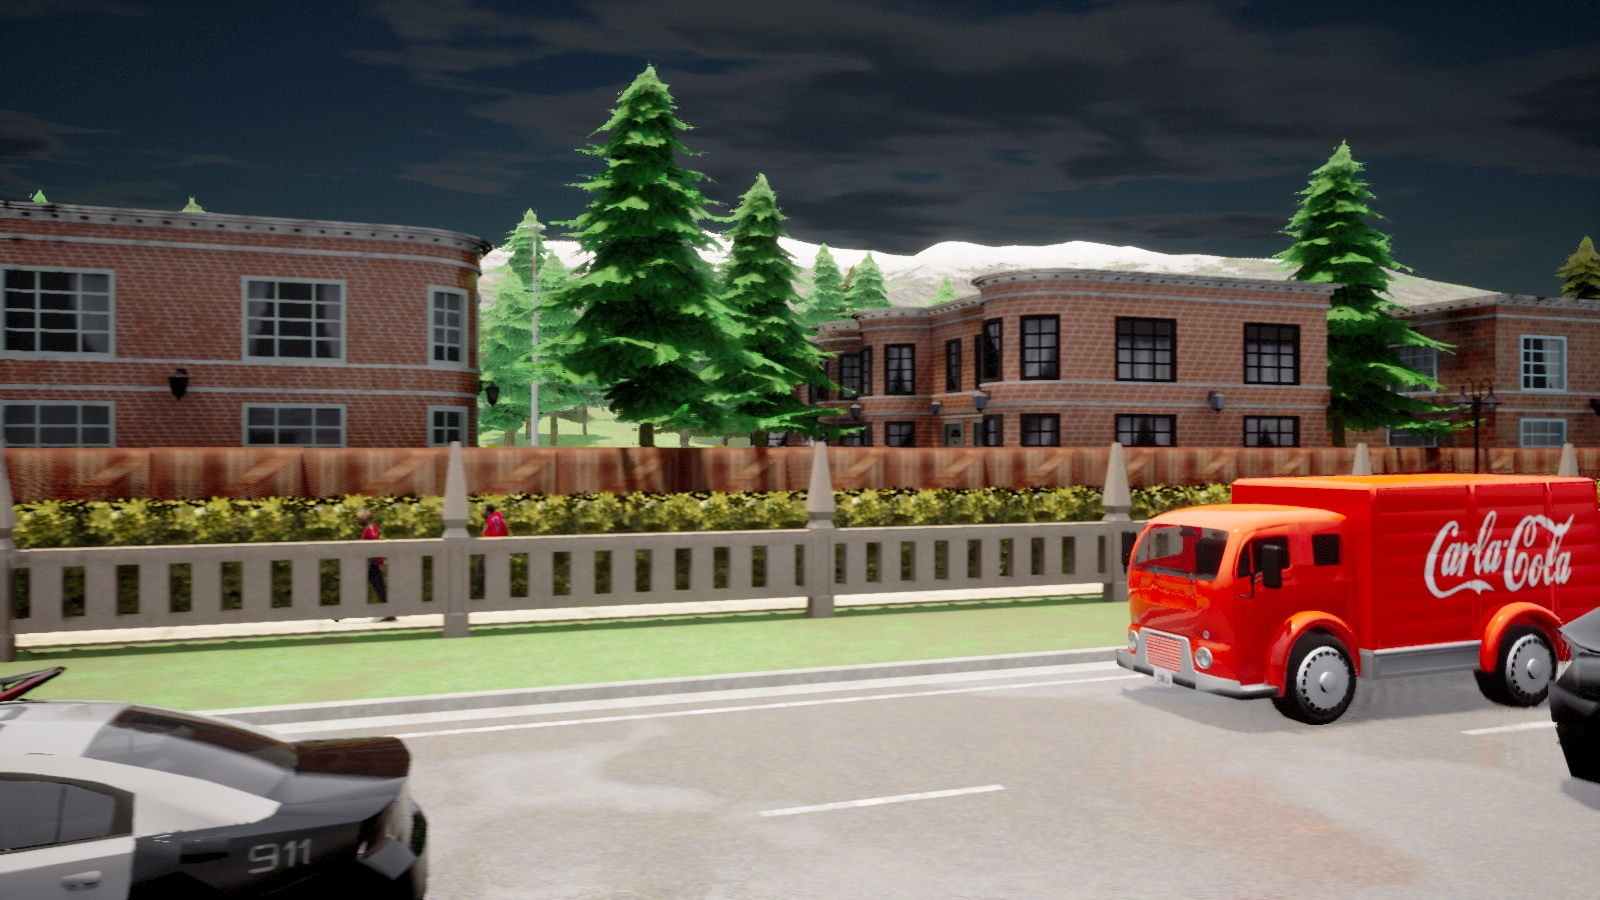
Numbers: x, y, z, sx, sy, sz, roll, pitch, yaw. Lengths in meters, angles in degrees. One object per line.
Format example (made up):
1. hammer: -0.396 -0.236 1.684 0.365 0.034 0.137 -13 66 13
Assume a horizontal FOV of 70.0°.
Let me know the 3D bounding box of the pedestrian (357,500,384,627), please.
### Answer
1. pedestrian: -6.489 1.701 17.272 0.375 1.860 0.375 0 0 -20

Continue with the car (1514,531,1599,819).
1. car: 9.078 1.748 9.636 6.274 2.098 2.390 0 0 -28

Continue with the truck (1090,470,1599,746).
1. truck: 6.309 1.549 13.047 5.204 2.467 2.627 -1 0 -20

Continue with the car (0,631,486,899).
1. car: -4.298 1.983 5.460 5.238 1.638 2.097 0 0 -20

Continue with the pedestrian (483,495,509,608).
1. pedestrian: -5.126 1.700 19.262 0.375 1.860 0.375 0 0 -22

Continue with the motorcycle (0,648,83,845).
1. motorcycle: -6.614 2.206 8.341 2.209 1.251 0.867 0 0 -20
